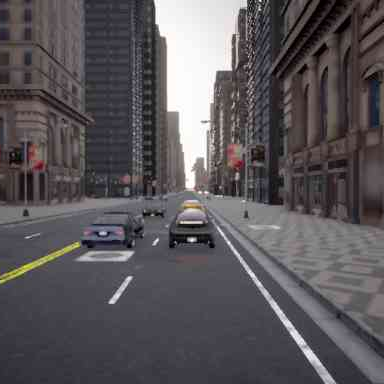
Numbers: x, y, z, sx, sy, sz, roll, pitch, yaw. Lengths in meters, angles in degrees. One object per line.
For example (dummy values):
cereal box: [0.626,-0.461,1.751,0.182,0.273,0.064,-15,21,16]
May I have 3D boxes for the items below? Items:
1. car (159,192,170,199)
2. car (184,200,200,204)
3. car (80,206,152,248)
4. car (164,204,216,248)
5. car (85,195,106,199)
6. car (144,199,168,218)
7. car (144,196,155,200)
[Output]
car: [-6.500,1.399,76.415,1.882,1.535,5.008,0,0,0]
car: [0.000,1.477,29.652,1.882,1.535,5.008,0,0,0]
car: [-3.250,1.558,14.651,2.033,1.411,5.357,0,0,0]
car: [0.000,1.511,14.651,1.837,1.490,4.892,0,0,0]
car: [-26.030,1.383,91.365,4.507,1.381,1.887,0,0,0]
car: [-3.250,1.608,29.682,1.895,1.301,4.718,0,0,0]
car: [-9.750,1.517,76.385,1.895,1.301,4.718,0,0,0]
